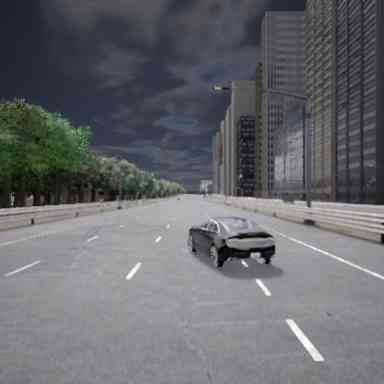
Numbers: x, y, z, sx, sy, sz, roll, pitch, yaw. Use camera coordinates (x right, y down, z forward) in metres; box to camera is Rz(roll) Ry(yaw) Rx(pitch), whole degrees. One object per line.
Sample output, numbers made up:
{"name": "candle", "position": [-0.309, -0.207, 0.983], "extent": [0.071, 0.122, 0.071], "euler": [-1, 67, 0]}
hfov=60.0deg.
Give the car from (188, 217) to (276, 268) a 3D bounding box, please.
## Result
{"name": "car", "position": [1.210, 1.635, 11.973], "extent": [2.128, 1.511, 4.902], "euler": [0, 0, -15]}
